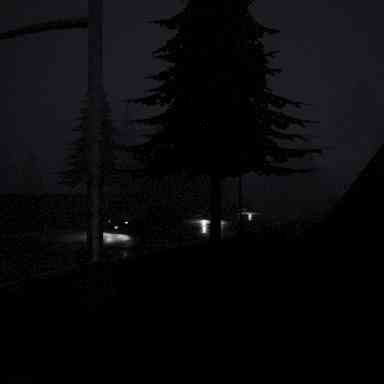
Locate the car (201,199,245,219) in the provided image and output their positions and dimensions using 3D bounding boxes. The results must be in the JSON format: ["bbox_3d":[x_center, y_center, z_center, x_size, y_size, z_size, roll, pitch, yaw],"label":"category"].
[{"bbox_3d":[2.671,1.547,29.261,2.033,1.411,5.357,0,0,26],"label":"car"}]

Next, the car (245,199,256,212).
[{"bbox_3d":[6.439,1.547,38.998,2.033,1.411,5.357,0,0,16],"label":"car"}]

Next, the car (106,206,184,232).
[{"bbox_3d":[-2.648,1.547,20.392,2.033,1.411,5.357,0,0,35],"label":"car"}]
